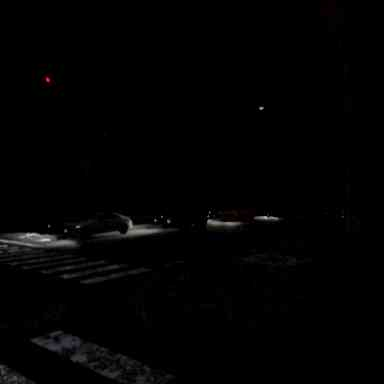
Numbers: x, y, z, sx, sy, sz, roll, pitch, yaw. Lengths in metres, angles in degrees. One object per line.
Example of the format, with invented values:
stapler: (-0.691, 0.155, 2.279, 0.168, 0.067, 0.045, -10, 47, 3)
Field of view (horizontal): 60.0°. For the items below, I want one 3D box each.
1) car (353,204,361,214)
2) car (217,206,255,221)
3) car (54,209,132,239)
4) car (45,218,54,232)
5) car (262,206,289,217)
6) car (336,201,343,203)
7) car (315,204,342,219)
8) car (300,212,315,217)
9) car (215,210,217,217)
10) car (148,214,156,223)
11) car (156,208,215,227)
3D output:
car: (25.577, 2.734, 53.035, 1.837, 1.490, 4.892, -1, -2, 35)
car: (5.059, 2.288, 35.922, 1.882, 1.535, 5.008, -1, -2, 36)
car: (-5.803, 1.980, 20.764, 1.812, 1.442, 4.674, -1, -2, 36)
car: (-7.847, 2.017, 23.524, 1.837, 1.490, 4.892, -1, -2, 36)
car: (11.253, 2.561, 44.485, 2.033, 1.411, 5.357, -1, -2, 36)
car: (23.245, 2.770, 55.364, 2.128, 1.511, 4.902, -1, -2, 36)
car: (17.130, 2.514, 41.264, 1.994, 1.385, 4.181, -1, -2, 36)
car: (16.234, 2.573, 45.591, 1.812, 1.442, 4.674, -1, -2, 35)
car: (3.877, 2.497, 39.842, 1.895, 1.301, 4.718, -1, -2, 36)
car: (-2.005, 2.303, 31.660, 1.895, 1.301, 4.718, -1, -2, 36)
car: (-0.421, 2.121, 28.297, 2.128, 1.511, 4.902, -1, -2, 36)
